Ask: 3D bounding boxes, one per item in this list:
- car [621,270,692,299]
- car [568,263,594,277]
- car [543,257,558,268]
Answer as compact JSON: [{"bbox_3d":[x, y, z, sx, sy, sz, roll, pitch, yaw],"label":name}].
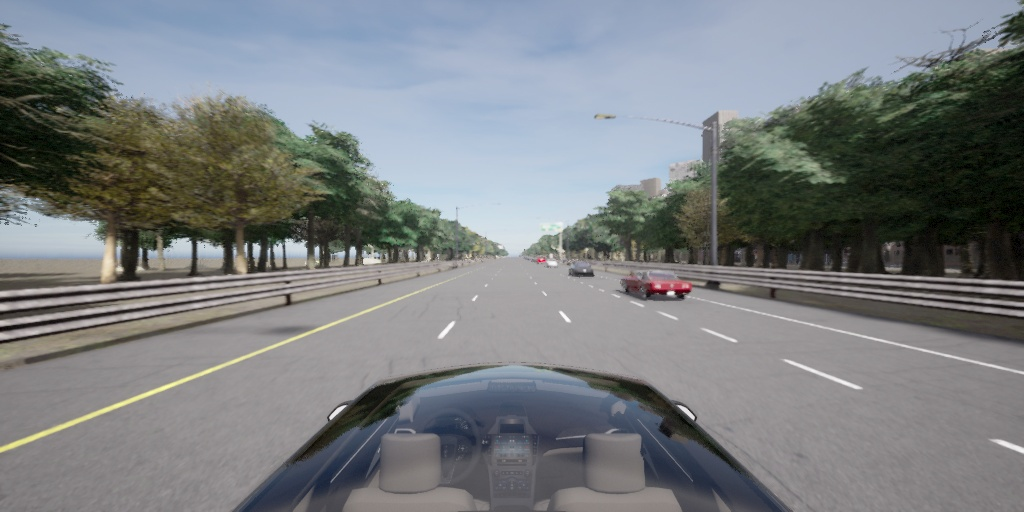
[{"bbox_3d":[6.993,1.363,17.996,1.895,1.301,4.718,0,0,0],"label":"car"},{"bbox_3d":[7.024,1.350,36.695,1.994,1.385,4.181,0,0,0],"label":"car"},{"bbox_3d":[7.140,1.338,64.886,1.812,1.442,4.674,0,0,0],"label":"car"}]
